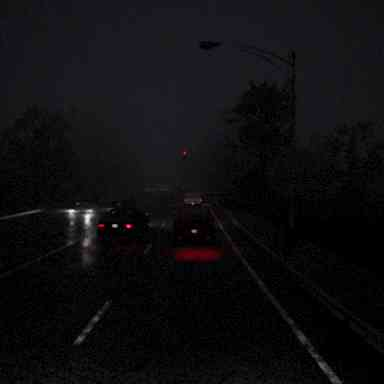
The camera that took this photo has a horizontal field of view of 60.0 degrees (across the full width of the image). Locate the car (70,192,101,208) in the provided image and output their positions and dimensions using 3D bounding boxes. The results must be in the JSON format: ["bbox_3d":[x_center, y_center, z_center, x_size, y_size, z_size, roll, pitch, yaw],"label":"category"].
[{"bbox_3d":[-10.558,0.772,33.218,1.837,1.490,4.892,0,2,1],"label":"car"}]

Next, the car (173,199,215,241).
[{"bbox_3d":[0.087,1.404,16.515,1.882,1.535,5.008,0,2,0],"label":"car"}]

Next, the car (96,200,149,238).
[{"bbox_3d":[-3.413,1.451,17.198,2.033,1.411,5.357,0,2,0],"label":"car"}]

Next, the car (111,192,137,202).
[{"bbox_3d":[-7.041,0.749,34.820,2.033,1.411,5.357,0,2,0],"label":"car"}]

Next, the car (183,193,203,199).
[{"bbox_3d":[0.076,0.819,32.543,1.812,1.442,4.674,0,2,0],"label":"car"}]

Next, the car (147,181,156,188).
[{"bbox_3d":[-11.275,-2.158,93.773,2.150,2.045,5.566,0,2,-2],"label":"car"}]

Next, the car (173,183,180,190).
[{"bbox_3d":[-3.943,-1.375,85.390,2.033,1.411,5.357,0,2,-2],"label":"car"}]

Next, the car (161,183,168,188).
[{"bbox_3d":[-7.780,-1.852,93.982,2.033,1.411,5.357,0,2,-2],"label":"car"}]

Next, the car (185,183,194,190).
[{"bbox_3d":[-0.457,-1.337,85.904,1.994,1.385,4.181,0,2,-2],"label":"car"}]
